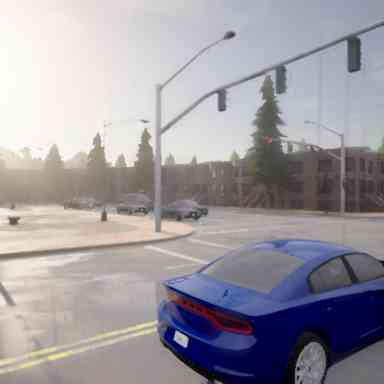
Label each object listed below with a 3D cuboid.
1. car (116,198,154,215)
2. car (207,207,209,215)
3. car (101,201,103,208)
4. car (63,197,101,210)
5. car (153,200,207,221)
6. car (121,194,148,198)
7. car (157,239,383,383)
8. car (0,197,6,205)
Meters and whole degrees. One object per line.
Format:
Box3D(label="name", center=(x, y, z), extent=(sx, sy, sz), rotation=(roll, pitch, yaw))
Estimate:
Box3D(label="car", center=(-6.112, 1.586, 34.022), extent=(1.994, 1.385, 4.181), rotation=(0, 0, -38))
Box3D(label="car", center=(-0.400, 1.506, 32.294), extent=(1.882, 1.535, 5.008), rotation=(0, 0, -37))
Box3D(label="car", center=(-14.601, 1.500, 46.703), extent=(5.008, 1.535, 1.882), rotation=(0, 0, 32))
Box3D(label="car", center=(-14.367, 1.511, 42.311), extent=(4.902, 1.511, 2.128), rotation=(0, 0, 36))
Box3D(label="car", center=(-1.063, 1.587, 27.300), extent=(1.994, 1.385, 4.181), rotation=(0, 0, -36))
Box3D(label="car", center=(-6.553, 1.249, 39.970), extent=(2.150, 2.045, 5.566), rotation=(0, 0, -44))
Box3D(label="car", center=(1.879, 1.485, 5.164), extent=(5.008, 1.535, 1.882), rotation=(0, 0, -36))
Box3D(label="car", center=(-34.649, 1.510, 57.290), extent=(4.892, 1.490, 1.837), rotation=(0, 0, 5))
